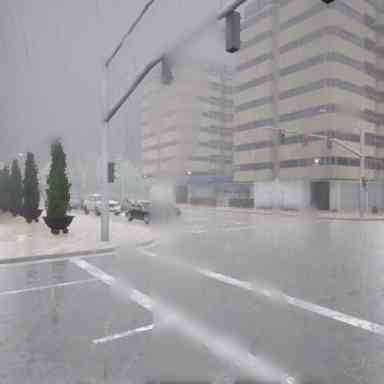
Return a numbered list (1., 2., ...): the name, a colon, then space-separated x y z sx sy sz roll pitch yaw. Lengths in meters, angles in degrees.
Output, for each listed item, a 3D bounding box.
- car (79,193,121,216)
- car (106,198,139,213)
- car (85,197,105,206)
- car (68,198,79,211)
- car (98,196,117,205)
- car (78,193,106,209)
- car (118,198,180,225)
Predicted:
1. car: -8.956 1.222 32.767 2.150 2.045 5.566 0 0 -35
2. car: -7.926 1.505 37.401 1.837 1.490 4.892 0 0 -35
3. car: -16.401 1.564 55.948 1.994 1.385 4.181 0 0 -35
4. car: -14.576 1.526 40.789 1.812 1.442 4.674 0 0 -35
5. car: -15.554 1.526 60.837 1.812 1.442 4.674 0 0 -35
6. car: -13.834 1.221 45.878 2.150 2.045 5.566 0 0 -34
7. car: -3.296 1.491 24.684 2.128 1.511 4.902 0 0 -35
